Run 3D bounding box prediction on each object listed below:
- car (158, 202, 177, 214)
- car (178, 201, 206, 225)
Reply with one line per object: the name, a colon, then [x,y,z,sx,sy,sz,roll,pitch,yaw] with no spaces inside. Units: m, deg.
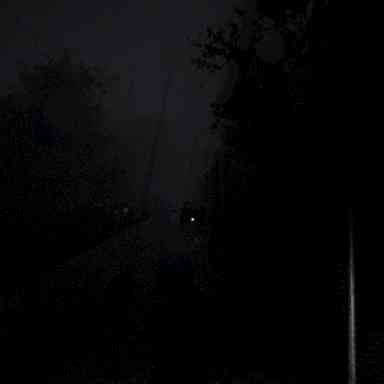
car: [-2.946,1.951,40.724,1.812,1.442,4.674,0,-1,0]
car: [0.040,1.670,25.291,1.837,1.490,4.892,0,-1,0]
